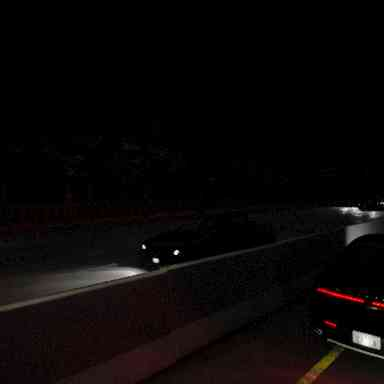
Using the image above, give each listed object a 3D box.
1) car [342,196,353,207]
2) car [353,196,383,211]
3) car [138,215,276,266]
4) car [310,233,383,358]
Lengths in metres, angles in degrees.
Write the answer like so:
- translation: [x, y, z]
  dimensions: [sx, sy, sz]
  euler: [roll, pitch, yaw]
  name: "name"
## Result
- translation: [20.562, 1.236, 41.846]
  dimensions: [4.181, 1.385, 1.994]
  euler: [-1, 0, -43]
  name: "car"
- translation: [19.446, 1.207, 35.886]
  dimensions: [1.837, 1.490, 4.892]
  euler: [0, 0, 45]
  name: "car"
- translation: [0.814, 1.491, 11.161]
  dimensions: [2.033, 1.411, 5.357]
  euler: [0, 0, 43]
  name: "car"
- translation: [3.685, 1.455, 5.638]
  dimensions: [1.837, 1.490, 4.892]
  euler: [0, 0, 43]
  name: "car"
